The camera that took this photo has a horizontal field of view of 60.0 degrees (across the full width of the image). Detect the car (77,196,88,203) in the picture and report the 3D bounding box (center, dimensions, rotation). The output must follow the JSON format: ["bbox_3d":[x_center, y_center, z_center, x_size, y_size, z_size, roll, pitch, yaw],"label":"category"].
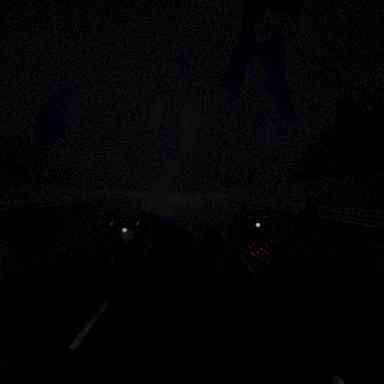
[{"bbox_3d":[-20.987,1.564,65.873,2.033,1.411,5.357,0,0,0],"label":"car"}]

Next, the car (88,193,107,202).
[{"bbox_3d":[-17.496,1.251,63.646,2.150,2.045,5.566,0,0,0],"label":"car"}]

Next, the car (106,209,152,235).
[{"bbox_3d":[-3.395,1.633,19.019,1.895,1.301,4.718,0,0,0],"label":"car"}]

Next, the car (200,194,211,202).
[{"bbox_3d":[3.516,1.583,78.874,1.994,1.385,4.181,0,0,0],"label":"car"}]

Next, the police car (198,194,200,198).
[{"bbox_3d":[3.518,1.520,89.880,2.038,1.542,4.974,0,0,0],"label":"police car"}]

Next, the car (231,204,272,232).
[{"bbox_3d":[3.605,1.538,20.581,1.837,1.490,4.892,0,0,0],"label":"car"}]

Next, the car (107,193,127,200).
[{"bbox_3d":[-14.000,1.251,63.652,2.150,2.045,5.566,0,0,0],"label":"car"}]
